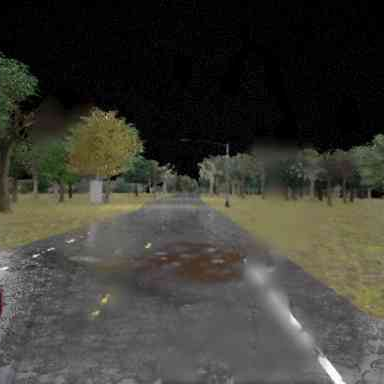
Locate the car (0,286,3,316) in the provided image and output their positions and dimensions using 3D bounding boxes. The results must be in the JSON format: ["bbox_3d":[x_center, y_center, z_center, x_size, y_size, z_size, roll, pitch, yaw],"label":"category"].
[{"bbox_3d":[-3.592,1.548,2.452,1.895,1.301,4.718,1,0,0],"label":"car"}]
